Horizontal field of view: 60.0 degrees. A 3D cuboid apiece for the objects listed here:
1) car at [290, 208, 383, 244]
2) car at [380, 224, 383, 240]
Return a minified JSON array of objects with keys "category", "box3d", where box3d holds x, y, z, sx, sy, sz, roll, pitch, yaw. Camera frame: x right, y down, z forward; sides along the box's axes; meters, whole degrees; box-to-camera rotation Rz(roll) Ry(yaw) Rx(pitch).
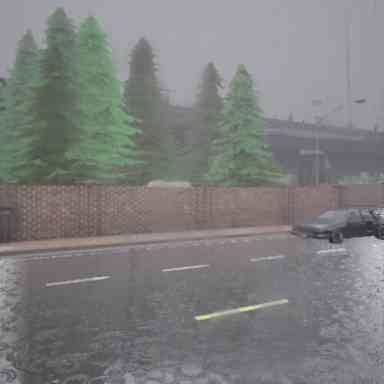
[{"category":"car","box3d":[7.122,1.479,15.364,5.357,1.411,2.033,0,0,-27]},{"category":"car","box3d":[6.486,1.463,6.923,4.902,1.511,2.128,0,0,-29]}]
